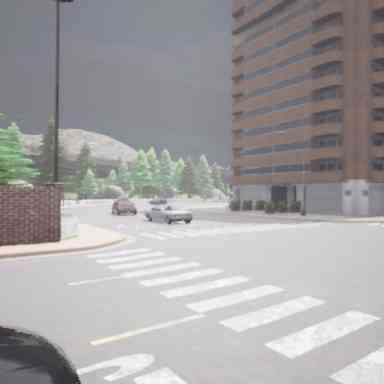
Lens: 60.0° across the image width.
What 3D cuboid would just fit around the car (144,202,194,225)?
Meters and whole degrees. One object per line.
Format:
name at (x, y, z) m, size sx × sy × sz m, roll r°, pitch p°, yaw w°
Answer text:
car at (-1.828, 1.669, 25.309) m, size 1.895 × 1.301 × 4.718 m, roll 1°, pitch 0°, yaw -34°

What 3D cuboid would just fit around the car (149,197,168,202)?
car at (-6.233, 1.765, 62.534) m, size 1.812 × 1.442 × 4.674 m, roll 0°, pitch -1°, yaw 28°

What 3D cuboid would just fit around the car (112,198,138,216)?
car at (-6.951, 1.602, 33.943) m, size 1.812 × 1.442 × 4.674 m, roll 1°, pitch 0°, yaw -23°

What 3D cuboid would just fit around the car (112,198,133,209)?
car at (-9.920, 1.634, 47.667) m, size 1.837 × 1.490 × 4.892 m, roll 0°, pitch 0°, yaw 2°

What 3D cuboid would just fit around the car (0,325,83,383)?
car at (-3.028, 1.476, 1.586) m, size 4.902 × 1.511 × 2.128 m, roll 1°, pitch 0°, yaw -36°
